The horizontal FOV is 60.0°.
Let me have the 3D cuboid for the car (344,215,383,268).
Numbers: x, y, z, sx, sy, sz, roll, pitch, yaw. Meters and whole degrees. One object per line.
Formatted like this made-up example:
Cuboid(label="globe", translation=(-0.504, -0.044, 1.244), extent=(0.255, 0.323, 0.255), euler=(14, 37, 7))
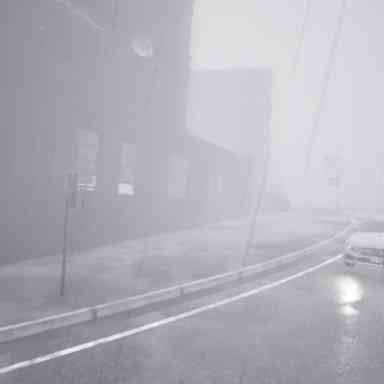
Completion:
Cuboid(label="car", translation=(6.312, 1.508, 10.560), extent=(1.812, 1.442, 4.674), euler=(1, 1, 39))
